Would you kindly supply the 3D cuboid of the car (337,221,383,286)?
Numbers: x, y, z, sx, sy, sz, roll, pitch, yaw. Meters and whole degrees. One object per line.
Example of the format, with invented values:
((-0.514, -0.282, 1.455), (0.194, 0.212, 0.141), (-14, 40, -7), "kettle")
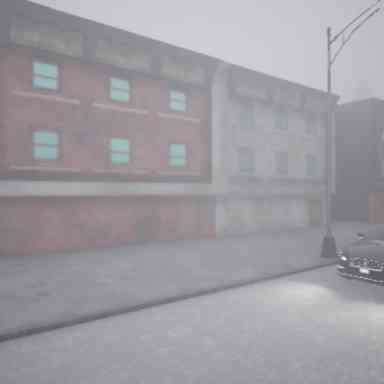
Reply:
((5.762, 1.478, 8.721), (4.892, 1.490, 1.837), (0, 0, -36), "car")
